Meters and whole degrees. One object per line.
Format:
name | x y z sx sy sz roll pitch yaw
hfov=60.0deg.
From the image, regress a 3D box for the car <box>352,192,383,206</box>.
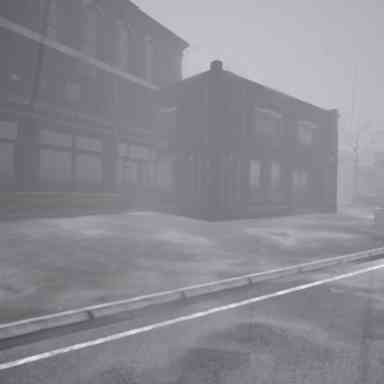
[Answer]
car | 27.575 1.080 52.078 2.150 2.045 5.566 1 1 -8
